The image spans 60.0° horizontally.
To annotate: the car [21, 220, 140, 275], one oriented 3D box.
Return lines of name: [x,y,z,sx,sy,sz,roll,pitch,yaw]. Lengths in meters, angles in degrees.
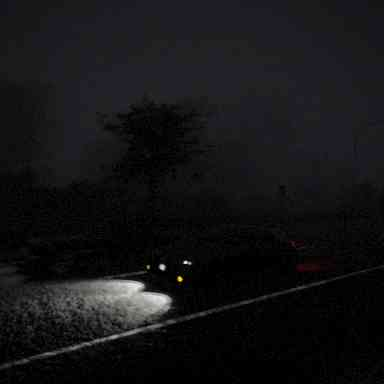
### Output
car: [-2.767,1.610,10.615,4.718,1.301,1.895,0,0,-35]

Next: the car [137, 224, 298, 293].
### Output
car: [0.930,1.579,8.952,4.181,1.385,1.994,0,0,-35]
